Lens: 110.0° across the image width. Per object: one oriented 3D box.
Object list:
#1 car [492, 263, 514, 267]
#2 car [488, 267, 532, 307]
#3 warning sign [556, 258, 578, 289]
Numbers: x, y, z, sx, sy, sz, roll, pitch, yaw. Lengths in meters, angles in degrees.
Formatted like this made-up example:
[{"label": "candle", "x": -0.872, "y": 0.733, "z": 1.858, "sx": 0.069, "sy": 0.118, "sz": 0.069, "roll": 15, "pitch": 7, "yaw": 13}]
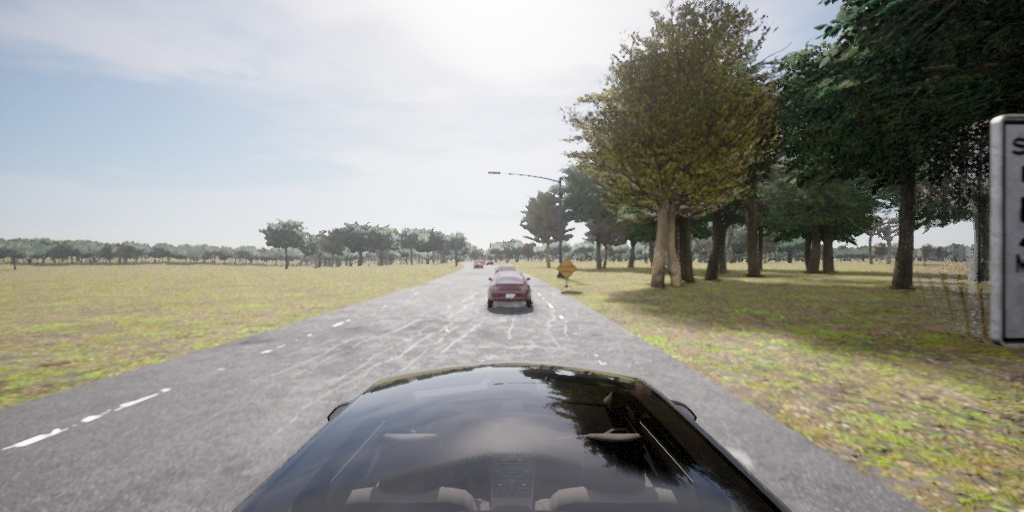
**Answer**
[{"label": "car", "x": -0.540, "y": 1.490, "z": 31.404, "sx": 1.882, "sy": 1.535, "sz": 5.008, "roll": 0, "pitch": 0, "yaw": -2}, {"label": "car", "x": -0.114, "y": 1.406, "z": 16.276, "sx": 1.812, "sy": 1.442, "sz": 4.674, "roll": 0, "pitch": 0, "yaw": -1}, {"label": "warning sign", "x": 3.313, "y": 1.042, "z": 21.718, "sx": 1.300, "sy": 1.860, "sz": 1.060, "roll": 0, "pitch": 0, "yaw": -1}]
